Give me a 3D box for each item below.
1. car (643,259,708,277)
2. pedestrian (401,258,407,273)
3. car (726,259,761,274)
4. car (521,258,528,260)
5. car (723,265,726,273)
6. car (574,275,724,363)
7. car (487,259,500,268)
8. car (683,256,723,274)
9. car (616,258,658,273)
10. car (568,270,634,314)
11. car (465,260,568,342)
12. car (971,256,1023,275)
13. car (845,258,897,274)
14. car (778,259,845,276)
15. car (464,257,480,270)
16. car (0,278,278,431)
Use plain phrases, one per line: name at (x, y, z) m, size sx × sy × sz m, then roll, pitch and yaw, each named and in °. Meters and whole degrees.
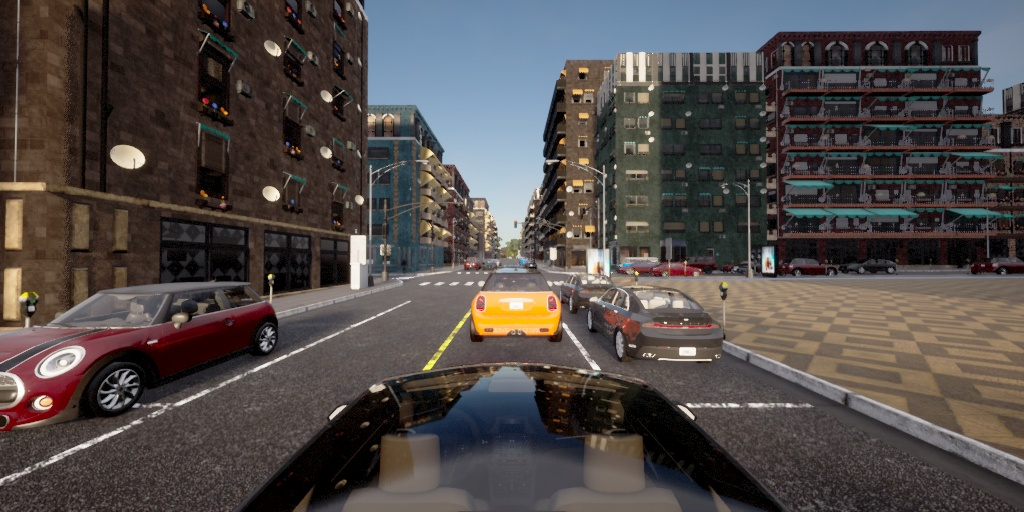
car at (13.699, 1.162, 30.149) m, size 4.207 × 1.307 × 1.802 m, roll 0°, pitch 0°, yaw 0°
pedestrian at (-12.542, 1.096, 41.672) m, size 0.375 × 1.860 × 0.375 m, roll 0°, pitch 0°, yaw 0°
car at (24.815, 1.073, 35.873) m, size 4.902 × 1.511 × 2.128 m, roll 0°, pitch -1°, yaw 1°
car at (2.675, 1.333, 51.712) m, size 1.948 × 1.339 × 4.313 m, roll 0°, pitch 0°, yaw 0°
car at (24.814, 1.164, 38.453) m, size 4.507 × 1.381 × 1.888 m, roll 0°, pitch 0°, yaw 0°
car at (2.818, 1.302, 7.949) m, size 2.007 × 1.370 × 4.403 m, roll 0°, pitch 0°, yaw 0°
car at (-3.098, 1.296, 60.997) m, size 1.812 × 1.442 × 4.674 m, roll 0°, pitch 0°, yaw 0°
car at (19.286, 0.976, 38.491) m, size 5.009 × 1.841 × 2.192 m, roll 0°, pitch 0°, yaw 0°
car at (13.141, 1.218, 35.956) m, size 5.357 × 1.411 × 2.033 m, roll 0°, pitch -1°, yaw 0°
car at (2.816, 1.304, 13.519) m, size 2.007 × 1.370 × 4.403 m, roll 0°, pitch 0°, yaw 0°
car at (0.095, 1.104, 9.928) m, size 2.097 × 1.767 × 4.553 m, roll 0°, pitch 0°, yaw 0°
car at (41.335, 0.810, 29.959) m, size 4.097 × 1.591 × 1.967 m, roll 0°, pitch 0°, yaw 0°
car at (35.465, 1.005, 35.792) m, size 4.892 × 1.490 × 1.837 m, roll 0°, pitch -1°, yaw 0°
car at (24.754, 0.934, 30.073) m, size 4.097 × 1.591 × 1.967 m, roll 0°, pitch 0°, yaw 0°
car at (-5.705, 1.081, 51.749) m, size 2.192 × 1.841 × 5.009 m, roll 0°, pitch 0°, yaw 0°
car at (-5.821, 1.191, 5.711) m, size 1.967 × 1.591 × 4.097 m, roll 0°, pitch 0°, yaw 0°
